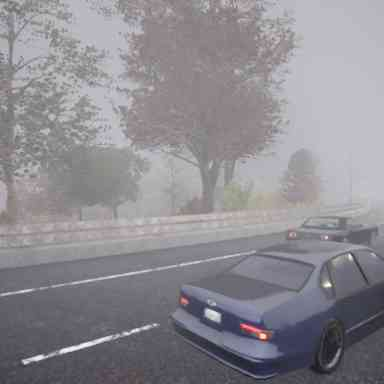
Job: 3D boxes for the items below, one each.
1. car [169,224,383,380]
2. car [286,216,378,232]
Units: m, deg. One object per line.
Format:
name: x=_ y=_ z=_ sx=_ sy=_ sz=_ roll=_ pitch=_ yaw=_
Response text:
car: x=2.210 y=1.553 z=5.628 sx=5.357 sy=1.411 sz=2.033 roll=0 pitch=0 yaw=-39
car: x=5.802 y=1.612 z=13.397 sx=4.718 sy=1.301 sz=1.895 roll=0 pitch=0 yaw=-43
